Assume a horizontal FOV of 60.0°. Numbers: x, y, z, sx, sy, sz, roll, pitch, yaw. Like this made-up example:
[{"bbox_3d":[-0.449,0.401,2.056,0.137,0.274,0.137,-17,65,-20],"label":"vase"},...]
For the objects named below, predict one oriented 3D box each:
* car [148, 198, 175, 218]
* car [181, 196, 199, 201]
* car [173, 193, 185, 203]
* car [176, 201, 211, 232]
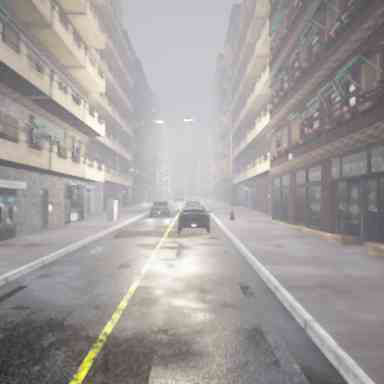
[{"bbox_3d":[-2.845,1.537,30.594,1.837,1.490,4.892,0,0,0],"label":"car"},{"bbox_3d":[0.102,1.545,41.506,2.128,1.511,4.902,0,0,0],"label":"car"},{"bbox_3d":[-2.749,1.279,71.200,2.150,2.045,5.566,0,0,0],"label":"car"},{"bbox_3d":[0.102,1.522,20.087,1.837,1.490,4.892,0,0,0],"label":"car"}]
